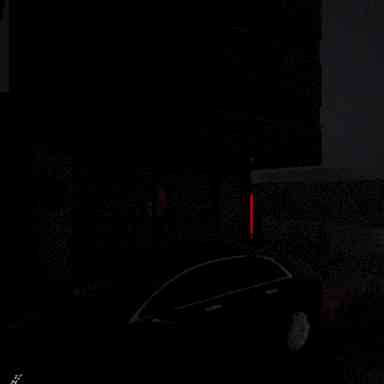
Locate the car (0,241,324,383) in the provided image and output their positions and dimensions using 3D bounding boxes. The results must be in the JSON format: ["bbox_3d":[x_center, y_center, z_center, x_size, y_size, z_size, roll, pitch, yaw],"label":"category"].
[{"bbox_3d":[-0.219,1.505,4.451,4.892,1.490,1.837,0,0,-36],"label":"car"}]
